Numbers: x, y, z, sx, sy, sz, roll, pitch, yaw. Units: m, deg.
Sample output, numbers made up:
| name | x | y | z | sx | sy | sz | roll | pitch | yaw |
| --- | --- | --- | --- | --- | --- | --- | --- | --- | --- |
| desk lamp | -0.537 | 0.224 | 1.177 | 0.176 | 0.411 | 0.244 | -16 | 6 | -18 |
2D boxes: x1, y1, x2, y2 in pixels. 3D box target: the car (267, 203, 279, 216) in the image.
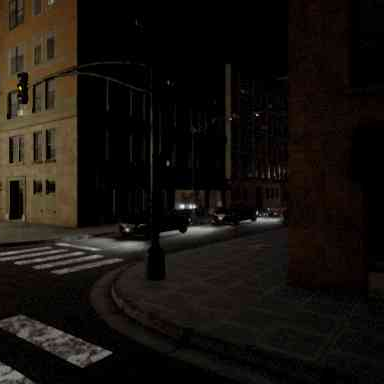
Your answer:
| name | x | y | z | sx | sy | sz | roll | pitch | yaw |
| --- | --- | --- | --- | --- | --- | --- | --- | --- | --- |
| car | 9.356 | 1.787 | 34.011 | 1.895 | 1.301 | 4.718 | 0 | 0 | 36 |

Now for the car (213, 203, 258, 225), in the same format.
| name | x | y | z | sx | sy | sz | roll | pitch | yaw |
| --- | --- | --- | --- | --- | --- | --- | --- | --- | --- |
| car | 3.453 | 1.623 | 25.748 | 2.128 | 1.511 | 4.902 | 0 | 0 | 35 |

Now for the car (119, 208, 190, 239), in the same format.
| name | x | y | z | sx | sy | sz | roll | pitch | yaw |
| --- | --- | --- | --- | --- | --- | --- | --- | --- | --- |
| car | -1.878 | 1.606 | 18.276 | 1.812 | 1.442 | 4.674 | 0 | 0 | 34 |

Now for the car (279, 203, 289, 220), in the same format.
| name | x | y | z | sx | sy | sz | roll | pitch | yaw |
| --- | --- | --- | --- | --- | --- | --- | --- | --- | --- |
| car | 9.834 | 1.520 | 29.611 | 2.097 | 1.767 | 4.553 | 0 | 0 | 36 |
